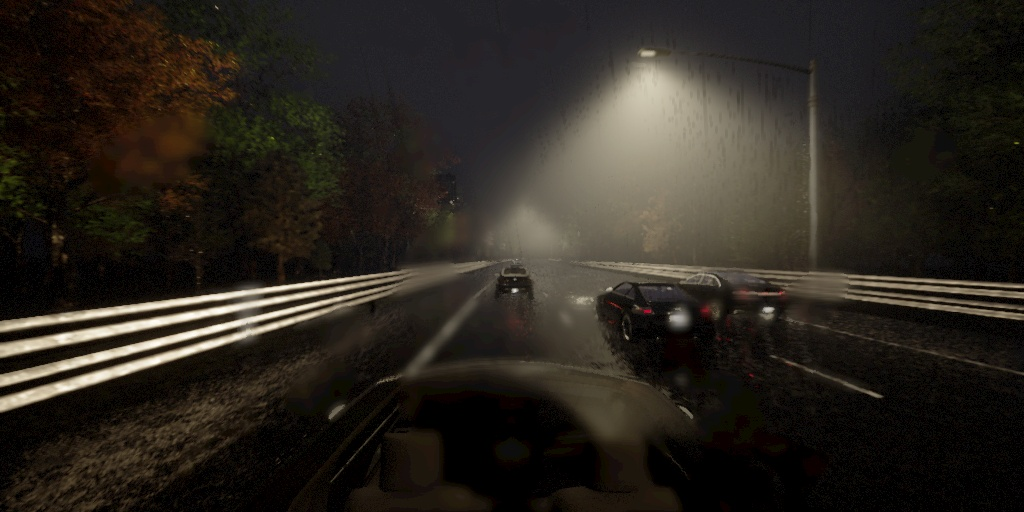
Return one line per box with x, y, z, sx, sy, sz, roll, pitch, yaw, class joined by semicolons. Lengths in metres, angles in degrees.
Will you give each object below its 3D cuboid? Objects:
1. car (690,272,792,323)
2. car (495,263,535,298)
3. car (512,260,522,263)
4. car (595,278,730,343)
7.117;1.280;12.368;2.128;1.511;4.902;0;0;0;car
0.156;1.304;18.678;1.837;1.490;4.892;0;0;0;car
0.702;1.388;53.632;2.128;1.511;4.902;0;0;1;car
3.610;1.341;9.742;1.994;1.385;4.181;0;0;0;car
